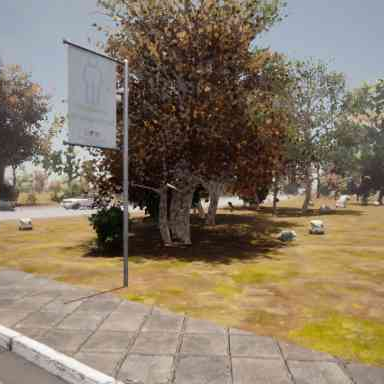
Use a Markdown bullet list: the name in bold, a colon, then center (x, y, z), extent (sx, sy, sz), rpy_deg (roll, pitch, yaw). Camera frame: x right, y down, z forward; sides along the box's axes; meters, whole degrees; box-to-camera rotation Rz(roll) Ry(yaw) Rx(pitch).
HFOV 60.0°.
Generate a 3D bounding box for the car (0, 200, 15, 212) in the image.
- **car**: center (-22.194, 1.561, 37.254), extent (1.994, 1.385, 4.181), rpy_deg (0, 0, 39)

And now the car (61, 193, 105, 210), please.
- **car**: center (-13.752, 1.203, 42.250), extent (2.150, 2.045, 5.566), rpy_deg (0, 0, 38)
